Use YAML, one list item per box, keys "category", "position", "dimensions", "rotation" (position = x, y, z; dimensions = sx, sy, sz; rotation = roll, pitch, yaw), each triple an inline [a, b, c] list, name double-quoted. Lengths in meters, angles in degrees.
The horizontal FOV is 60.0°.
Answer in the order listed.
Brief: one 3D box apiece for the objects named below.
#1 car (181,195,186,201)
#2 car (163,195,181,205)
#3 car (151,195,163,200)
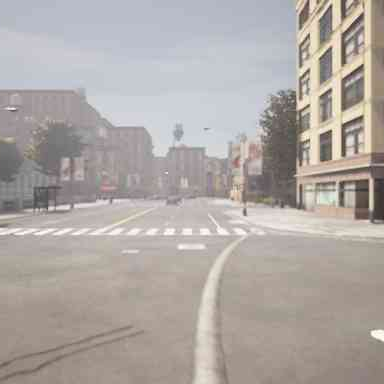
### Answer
- category: "car"
  position: [-3.440, 1.544, 77.261]
  dimensions: [2.033, 1.411, 5.357]
  rotation: [0, 0, 7]
- category: "car"
  position: [-3.568, 1.551, 59.445]
  dimensions: [2.033, 1.411, 5.357]
  rotation: [0, 0, 0]
- category: "car"
  position: [-10.007, 1.525, 93.747]
  dimensions: [2.002, 1.452, 4.674]
  rotation: [0, 0, 20]
